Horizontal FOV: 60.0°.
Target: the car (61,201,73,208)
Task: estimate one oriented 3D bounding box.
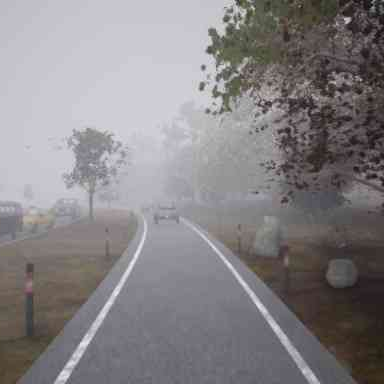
[{"bbox_3d":[-27.996,2.831,74.478,2.002,1.452,4.674,0,-1,-28],"label":"car"}]

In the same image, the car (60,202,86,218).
[{"bbox_3d":[-13.314,1.971,37.494,2.231,1.521,4.892,2,-2,-14],"label":"car"}]

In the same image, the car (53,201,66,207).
[{"bbox_3d":[-33.348,2.996,83.551,2.097,1.535,5.008,-2,-1,-31],"label":"car"}]

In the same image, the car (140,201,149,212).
[{"bbox_3d":[-5.555,1.865,42.650,1.895,1.301,4.718,-1,-1,-15],"label":"car"}]

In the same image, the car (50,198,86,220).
[{"bbox_3d":[-12.030,1.616,32.022,2.435,2.045,5.566,2,-2,-12],"label":"car"}]

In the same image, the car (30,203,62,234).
[{"bbox_3d":[-10.094,1.685,20.847,1.946,1.575,5.366,2,-2,-6],"label":"car"}]

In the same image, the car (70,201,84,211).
[{"bbox_3d":[-20.109,2.385,58.014,2.097,1.535,5.008,-1,-1,-22],"label":"car"}]

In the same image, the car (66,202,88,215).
[{"bbox_3d":[-14.774,2.075,42.890,2.231,1.521,4.892,2,-2,-15],"label":"car"}]

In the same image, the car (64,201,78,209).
[{"bbox_3d":[-25.099,2.660,68.962,2.097,1.535,5.008,0,-2,-26],"label":"car"}]

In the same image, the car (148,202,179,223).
[{"bbox_3d":[-2.114,1.573,26.060,2.128,1.511,4.902,0,0,-9],"label":"car"}]

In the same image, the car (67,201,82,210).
[{"bbox_3d":[-22.609,2.521,63.825,2.231,1.521,4.892,0,-1,-24],"label":"car"}]

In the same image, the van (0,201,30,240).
[{"bbox_3d":[-9.433,1.393,15.372,1.878,1.987,4.442,2,-2,-8],"label":"van"}]
